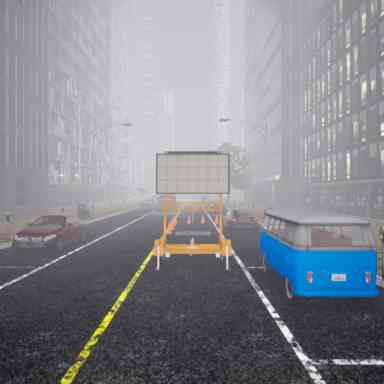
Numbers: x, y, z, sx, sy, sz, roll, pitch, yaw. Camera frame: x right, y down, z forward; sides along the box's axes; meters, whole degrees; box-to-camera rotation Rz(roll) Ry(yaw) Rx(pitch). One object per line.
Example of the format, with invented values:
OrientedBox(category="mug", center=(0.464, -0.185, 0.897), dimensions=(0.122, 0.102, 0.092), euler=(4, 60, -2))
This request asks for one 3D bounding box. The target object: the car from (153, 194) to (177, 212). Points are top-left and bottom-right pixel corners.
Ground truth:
OrientedBox(category="car", center=(-2.997, 1.218, 39.811), dimensions=(2.150, 2.045, 5.566), euler=(0, 0, 0))

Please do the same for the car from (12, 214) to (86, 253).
OrientedBox(category="car", center=(-5.656, 1.582, 13.693), dimensions=(1.802, 1.307, 4.206), euler=(0, 0, 0))

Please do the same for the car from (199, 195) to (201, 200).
OrientedBox(category="car", center=(2.863, 1.410, 64.900), dimensions=(1.967, 1.590, 4.097), euler=(0, 0, 0))

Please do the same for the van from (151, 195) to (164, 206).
OrientedBox(category="van", center=(-5.548, 1.328, 53.541), dimensions=(1.690, 1.788, 3.998), euler=(0, 0, 0))

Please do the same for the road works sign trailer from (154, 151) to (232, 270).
OrientedBox(category="road works sign trailer", center=(0.027, 0.464, 11.002), dimensions=(2.380, 3.560, 2.880), euler=(0, 0, 0))

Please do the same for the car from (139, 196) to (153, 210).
OrientedBox(category="car", center=(-5.580, 1.548, 42.156), dimensions=(2.008, 1.369, 4.403), euler=(0, 0, 0))

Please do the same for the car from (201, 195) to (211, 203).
OrientedBox(category="car", center=(2.878, 1.401, 70.592), dimensions=(1.967, 1.590, 4.097), euler=(0, 0, 0))

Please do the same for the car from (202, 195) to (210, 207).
OrientedBox(category="car", center=(2.817, 1.544, 47.822), dimensions=(2.008, 1.369, 4.403), euler=(0, 0, 0))

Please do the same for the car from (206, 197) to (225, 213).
OrientedBox(category="car", center=(2.786, 1.581, 36.438), dimensions=(1.802, 1.307, 4.206), euler=(0, 0, 0))

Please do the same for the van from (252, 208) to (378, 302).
OrientedBox(category="van", center=(2.709, 1.341, 7.976), dimensions=(1.690, 1.788, 3.998), euler=(0, 0, 0))

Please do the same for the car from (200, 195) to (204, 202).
OrientedBox(category="car", center=(2.832, 1.538, 53.515), dimensions=(2.008, 1.369, 4.403), euler=(0, 0, 0))

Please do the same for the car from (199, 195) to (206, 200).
OrientedBox(category="car", center=(2.939, 1.463, 93.362), dimensions=(1.887, 1.381, 4.507), euler=(0, 0, 0))

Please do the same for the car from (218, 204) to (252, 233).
OrientedBox(category="car", center=(2.740, 1.581, 19.360), dimensions=(1.802, 1.307, 4.206), euler=(0, 0, 0))
